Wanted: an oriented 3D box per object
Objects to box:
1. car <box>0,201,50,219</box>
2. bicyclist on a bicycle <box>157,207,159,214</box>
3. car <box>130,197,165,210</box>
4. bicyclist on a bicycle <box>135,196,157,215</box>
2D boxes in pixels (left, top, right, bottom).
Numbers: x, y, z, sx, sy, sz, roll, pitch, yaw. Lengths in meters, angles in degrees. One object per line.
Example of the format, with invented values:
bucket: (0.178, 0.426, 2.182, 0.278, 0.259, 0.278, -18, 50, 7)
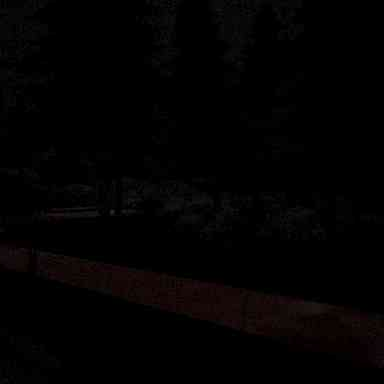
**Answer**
car: (-14.383, 1.439, 27.439, 1.895, 1.301, 4.718, 0, 0, 35)
bicyclist on a bicycle: (-3.563, 1.143, 28.944, 1.656, 1.620, 0.582, 0, 0, 22)
car: (-5.340, 1.330, 40.072, 2.128, 1.511, 4.902, 0, 0, 36)
bicyclist on a bicycle: (-4.125, 1.142, 28.461, 1.656, 1.620, 0.582, 0, 0, 15)
